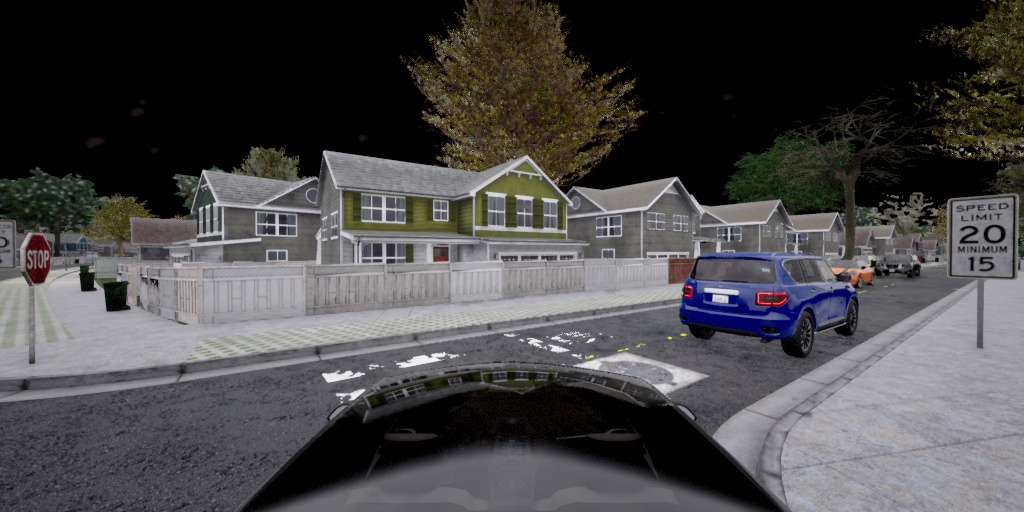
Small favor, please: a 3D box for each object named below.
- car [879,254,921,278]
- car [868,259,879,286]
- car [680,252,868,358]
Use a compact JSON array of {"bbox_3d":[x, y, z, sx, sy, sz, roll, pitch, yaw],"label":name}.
[{"bbox_3d":[33.516,0.817,31.077,5.566,2.045,2.150,0,1,-35],"label":"car"},{"bbox_3d":[20.201,0.966,21.864,4.553,1.767,2.097,0,1,-35],"label":"car"},{"bbox_3d":[6.328,0.931,8.651,5.566,2.045,2.150,0,1,-35],"label":"car"}]
